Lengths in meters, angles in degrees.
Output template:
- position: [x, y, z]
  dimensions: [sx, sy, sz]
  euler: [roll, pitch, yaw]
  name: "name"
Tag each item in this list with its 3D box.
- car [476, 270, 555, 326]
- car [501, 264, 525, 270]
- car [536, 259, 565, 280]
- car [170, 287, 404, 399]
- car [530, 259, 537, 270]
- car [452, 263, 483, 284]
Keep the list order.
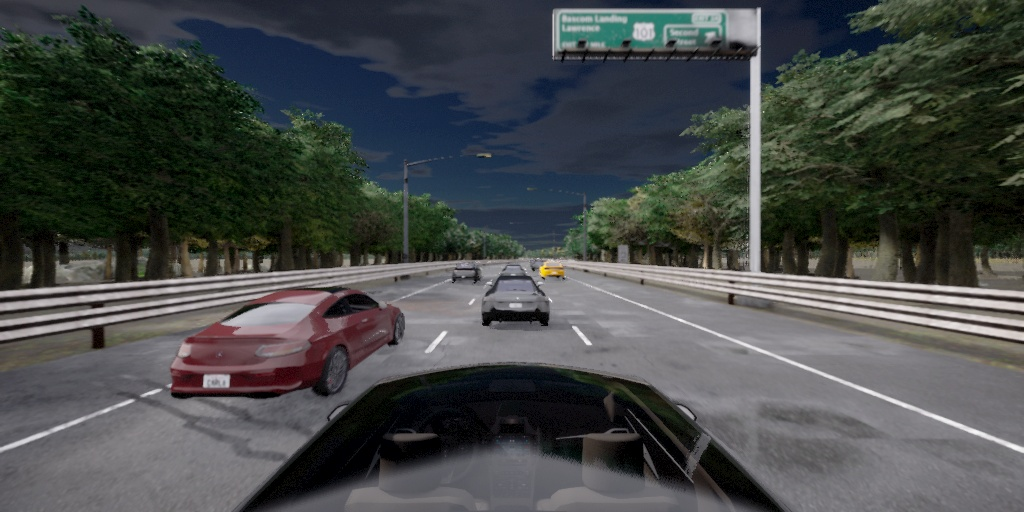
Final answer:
- position: [0.099, 1.316, 11.761]
  dimensions: [1.994, 1.385, 4.181]
  euler: [0, 0, 0]
  name: "car"
- position: [0.109, 1.348, 28.240]
  dimensions: [1.994, 1.385, 4.181]
  euler: [0, 0, 0]
  name: "car"
- position: [3.516, 1.249, 32.090]
  dimensions: [1.882, 1.535, 5.008]
  euler: [0, 0, 0]
  name: "car"
- position: [-3.400, 1.275, 6.427]
  dimensions: [1.812, 1.442, 4.674]
  euler: [0, 0, 0]
  name: "car"
- position: [3.832, 1.422, 51.934]
  dimensions: [1.994, 1.385, 4.181]
  euler: [0, 0, 2]
  name: "car"
- position: [-3.393, 1.274, 27.602]
  dimensions: [2.128, 1.511, 4.902]
  euler: [0, 0, 0]
  name: "car"
